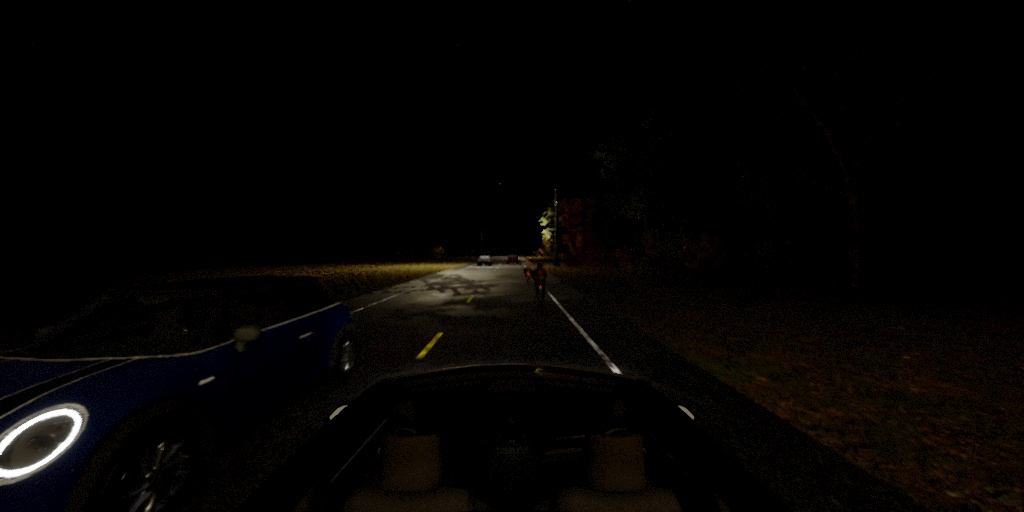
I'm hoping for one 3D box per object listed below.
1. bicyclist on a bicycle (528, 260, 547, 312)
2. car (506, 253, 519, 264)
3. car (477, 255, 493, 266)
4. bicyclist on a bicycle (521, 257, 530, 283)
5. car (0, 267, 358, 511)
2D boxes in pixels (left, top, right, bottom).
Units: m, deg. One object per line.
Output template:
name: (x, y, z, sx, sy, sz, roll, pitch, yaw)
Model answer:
bicyclist on a bicycle: (0.967, 1.043, 12.372, 0.582, 1.620, 1.656, 0, 1, 0)
car: (0.103, 0.465, 57.101, 2.033, 1.411, 5.357, 0, 1, 0)
car: (-3.538, 0.609, 47.525, 2.033, 1.411, 5.357, 0, 1, 1)
bicyclist on a bicycle: (0.973, 0.883, 21.918, 0.866, 1.612, 1.509, 0, 1, 0)
car: (-3.596, 1.067, 3.995, 2.097, 1.767, 4.553, 0, 1, 0)
